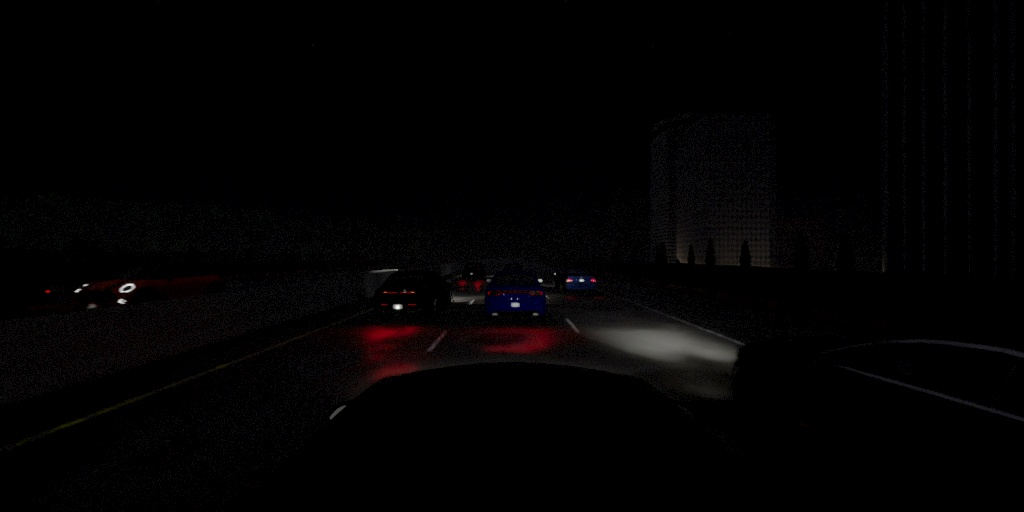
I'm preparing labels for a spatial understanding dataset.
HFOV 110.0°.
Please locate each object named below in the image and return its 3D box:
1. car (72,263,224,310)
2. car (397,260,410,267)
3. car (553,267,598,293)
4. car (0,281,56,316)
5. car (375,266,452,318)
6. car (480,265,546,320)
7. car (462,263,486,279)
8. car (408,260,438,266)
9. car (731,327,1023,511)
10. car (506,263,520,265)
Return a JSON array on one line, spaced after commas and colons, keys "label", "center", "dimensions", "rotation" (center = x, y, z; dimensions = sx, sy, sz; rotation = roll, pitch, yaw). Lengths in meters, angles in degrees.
[{"label": "car", "center": [-14.103, 1.112, 14.282], "dimensions": [2.097, 1.767, 4.553], "rotation": [0, 0, 0]}, {"label": "car", "center": [-17.532, 1.356, 59.233], "dimensions": [2.128, 1.511, 4.902], "rotation": [0, 0, 0]}, {"label": "car", "center": [3.590, 1.322, 20.989], "dimensions": [2.033, 1.411, 5.357], "rotation": [0, 0, 0]}, {"label": "car", "center": [-17.604, 1.303, 10.618], "dimensions": [2.033, 1.411, 5.357], "rotation": [0, 0, 0]}, {"label": "car", "center": [-3.406, 1.265, 13.103], "dimensions": [1.837, 1.490, 4.892], "rotation": [0, 0, 0]}, {"label": "car", "center": [0.094, 1.238, 12.654], "dimensions": [1.882, 1.535, 5.008], "rotation": [0, 0, 0]}, {"label": "car", "center": [-3.429, 1.324, 32.593], "dimensions": [1.812, 1.442, 4.674], "rotation": [0, 0, 0]}, {"label": "car", "center": [-10.574, 1.424, 42.934], "dimensions": [1.895, 1.301, 4.718], "rotation": [0, 0, 0]}, {"label": "car", "center": [3.599, 1.242, 2.426], "dimensions": [2.128, 1.511, 4.902], "rotation": [0, 0, 0]}, {"label": "car", "center": [0.085, 1.343, 31.069], "dimensions": [2.033, 1.411, 5.357], "rotation": [0, 0, 0]}]
